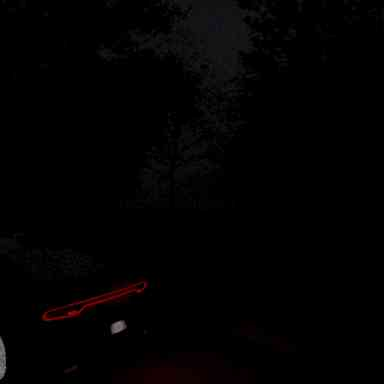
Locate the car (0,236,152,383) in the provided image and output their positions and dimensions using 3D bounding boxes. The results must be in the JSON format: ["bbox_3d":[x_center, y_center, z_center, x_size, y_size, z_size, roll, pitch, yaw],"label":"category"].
[{"bbox_3d":[-2.902,1.480,5.450,5.008,1.535,1.882,0,0,36],"label":"car"}]
